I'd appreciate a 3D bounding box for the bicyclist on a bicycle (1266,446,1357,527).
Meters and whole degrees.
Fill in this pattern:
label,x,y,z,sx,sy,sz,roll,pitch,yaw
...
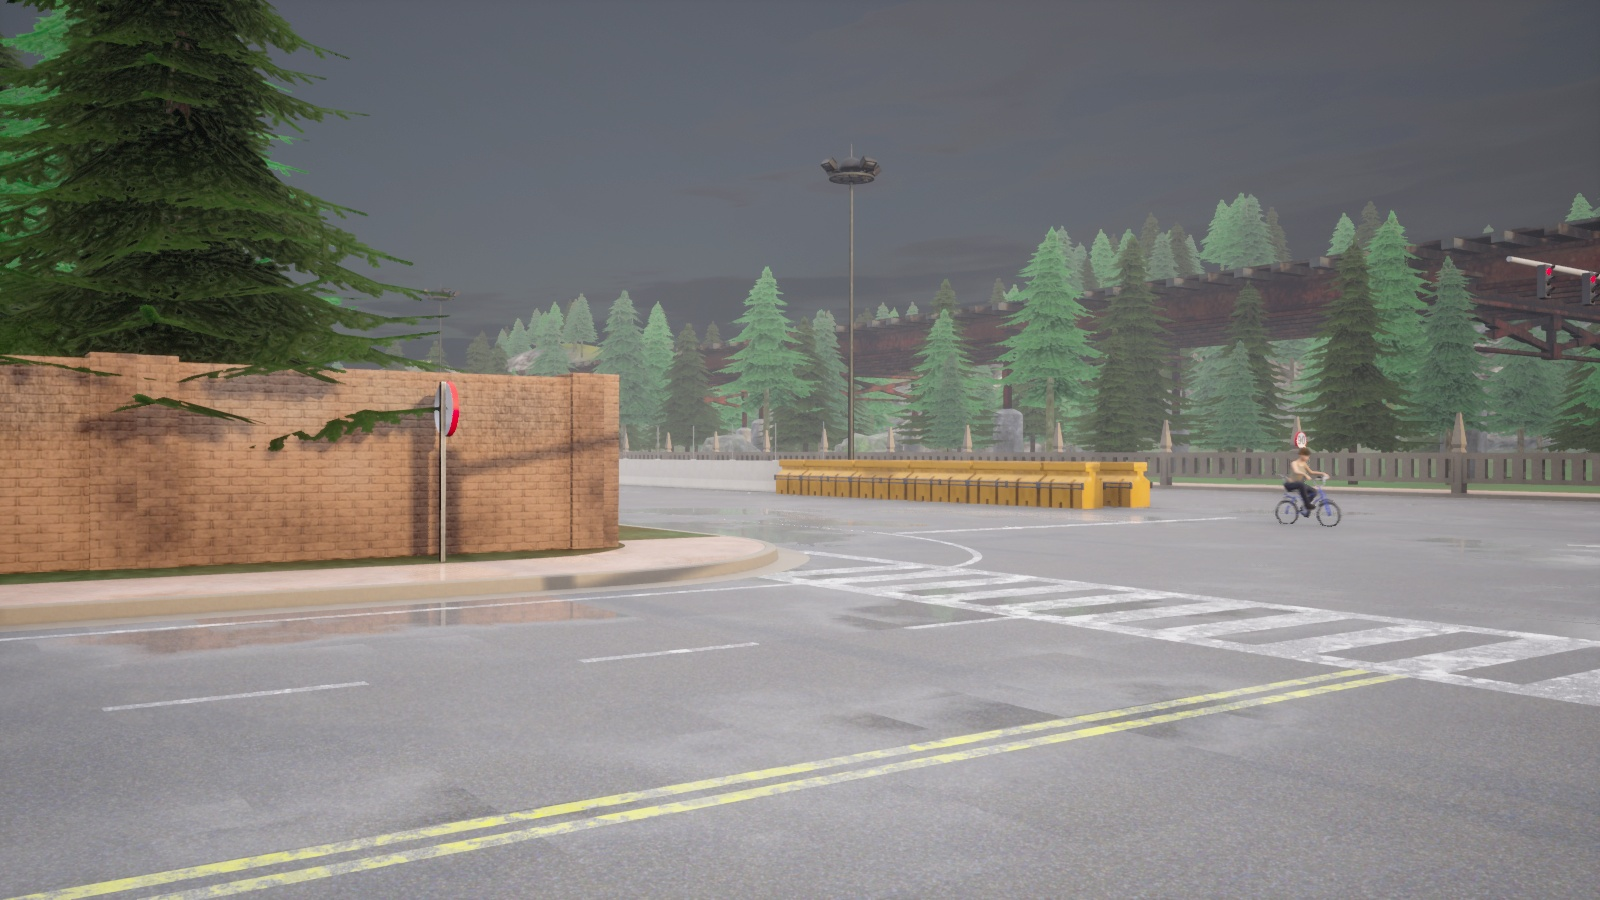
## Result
label,x,y,z,sx,sy,sz,roll,pitch,yaw
bicyclist on a bicycle,10.514,0.722,25.828,0.866,1.612,1.509,0,0,-35
